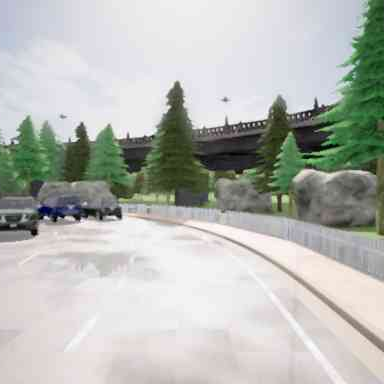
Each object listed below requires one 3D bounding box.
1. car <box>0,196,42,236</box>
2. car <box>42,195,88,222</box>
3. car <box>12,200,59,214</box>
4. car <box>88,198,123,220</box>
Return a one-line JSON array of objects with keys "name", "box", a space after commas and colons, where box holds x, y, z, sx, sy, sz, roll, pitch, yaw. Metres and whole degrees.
[{"name": "car", "box": [-9.669, 1.266, 18.460, 2.150, 2.045, 5.566, 0, 0, -24]}, {"name": "car", "box": [-10.896, 1.288, 27.245, 2.150, 2.045, 5.566, 0, 0, -41]}, {"name": "car", "box": [-17.480, 1.636, 37.119, 5.357, 1.411, 2.033, 0, 0, 29]}, {"name": "car", "box": [-7.979, 1.421, 29.191, 2.097, 1.767, 4.553, 0, 0, -40]}]
